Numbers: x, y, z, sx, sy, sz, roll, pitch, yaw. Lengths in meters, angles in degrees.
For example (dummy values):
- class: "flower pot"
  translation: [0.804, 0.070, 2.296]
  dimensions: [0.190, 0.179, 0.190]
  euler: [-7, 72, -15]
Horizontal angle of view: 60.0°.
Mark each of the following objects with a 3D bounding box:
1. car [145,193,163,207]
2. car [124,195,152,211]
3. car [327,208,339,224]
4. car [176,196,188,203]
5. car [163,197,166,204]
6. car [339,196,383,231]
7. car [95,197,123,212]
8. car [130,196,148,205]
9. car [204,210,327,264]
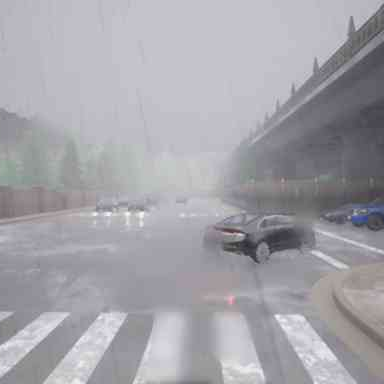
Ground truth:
- class: "car"
  translation: [-5.945, 1.118, 48.423]
  dimensions: [2.150, 2.045, 5.566]
  euler: [0, 0, 1]
- class: "car"
  translation: [-6.169, 1.423, 38.571]
  dimensions: [1.837, 1.490, 4.892]
  euler: [0, 0, 1]
- class: "car"
  translation: [11.731, 1.497, 23.383]
  dimensions: [5.357, 1.411, 2.033]
  euler: [0, 0, 1]
- class: "car"
  translation: [-1.921, 1.428, 63.684]
  dimensions: [1.994, 1.385, 4.181]
  euler: [0, 0, 1]
- class: "car"
  translation: [-5.672, 1.439, 58.395]
  dimensions: [1.994, 1.385, 4.181]
  euler: [0, 0, 2]
- class: "car"
  translation: [12.179, 1.179, 19.878]
  dimensions: [5.566, 2.045, 2.150]
  euler: [0, 0, 1]
- class: "car"
  translation: [-9.677, 1.423, 38.278]
  dimensions: [1.837, 1.490, 4.892]
  euler: [0, 0, 1]
- class: "car"
  translation: [-9.190, 1.424, 57.878]
  dimensions: [2.033, 1.411, 5.357]
  euler: [0, 0, 2]
- class: "car"
  translation: [2.569, 1.466, 11.814]
  dimensions: [4.902, 1.511, 2.128]
  euler: [0, 0, -44]
